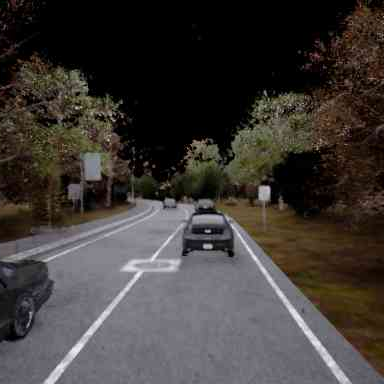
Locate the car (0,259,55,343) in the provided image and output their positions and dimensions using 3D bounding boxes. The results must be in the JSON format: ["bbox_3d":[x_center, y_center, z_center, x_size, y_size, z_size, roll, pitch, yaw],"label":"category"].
[{"bbox_3d":[-3.498,1.551,3.822,2.033,1.411,5.357,0,0,1],"label":"car"}]

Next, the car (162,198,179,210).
[{"bbox_3d":[-2.887,1.594,43.728,1.837,1.490,4.892,1,0,-5],"label":"car"}]

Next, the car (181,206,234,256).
[{"bbox_3d":[0.631,1.534,13.253,1.837,1.490,4.892,0,0,3],"label":"car"}]

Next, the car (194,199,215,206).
[{"bbox_3d":[1.262,1.445,33.772,2.097,1.767,4.553,0,0,0],"label":"car"}]
